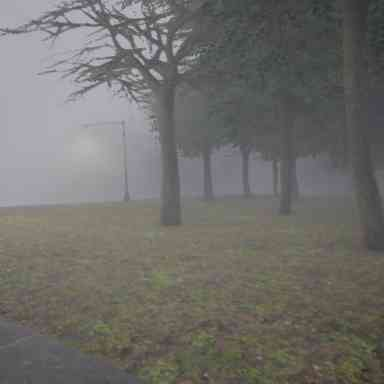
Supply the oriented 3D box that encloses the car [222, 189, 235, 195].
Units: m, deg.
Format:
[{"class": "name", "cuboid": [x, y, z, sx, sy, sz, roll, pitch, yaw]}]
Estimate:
[{"class": "car", "cuboid": [10.002, -0.121, 90.961, 1.882, 1.535, 5.008, -4, -1, 34]}]
